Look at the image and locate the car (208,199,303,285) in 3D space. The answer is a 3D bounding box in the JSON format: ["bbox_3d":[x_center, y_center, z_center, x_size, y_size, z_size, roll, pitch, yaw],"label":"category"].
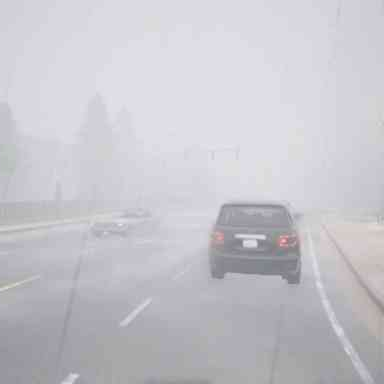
[{"bbox_3d":[1.991,1.199,9.734,2.150,2.045,5.566,0,0,16],"label":"car"}]

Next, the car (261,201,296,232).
[{"bbox_3d":[5.577,1.433,21.066,1.882,1.535,5.008,0,0,18],"label":"car"}]

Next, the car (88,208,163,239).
[{"bbox_3d":[-3.247,1.541,17.189,1.895,1.301,4.718,0,0,18],"label":"car"}]
